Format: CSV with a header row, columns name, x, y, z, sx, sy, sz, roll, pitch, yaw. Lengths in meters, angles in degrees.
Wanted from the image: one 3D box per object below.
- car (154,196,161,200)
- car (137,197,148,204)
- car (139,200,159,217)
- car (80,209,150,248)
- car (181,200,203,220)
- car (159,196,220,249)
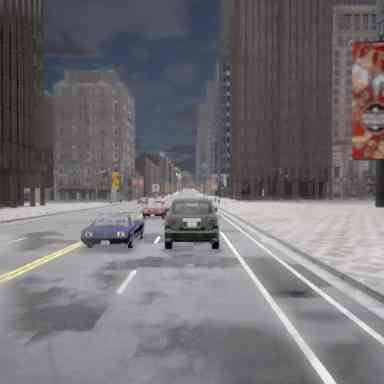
name,x,y,z,sx,sy,sz,roll,pitch,yaw
car,-6.500,1.576,66.692,2.097,1.767,4.553,0,0,0
car,-9.750,1.731,66.662,1.812,1.442,4.674,0,0,0
car,-3.249,1.653,29.686,1.895,1.301,4.718,0,0,0
car,-3.250,1.622,14.683,1.895,1.301,4.718,0,0,0
car,0.001,1.553,29.656,1.837,1.490,4.892,0,0,0
car,0.000,1.264,14.683,2.150,2.045,5.566,0,0,0
